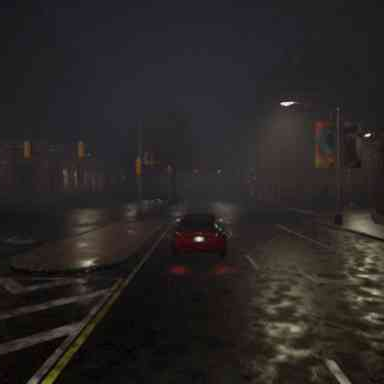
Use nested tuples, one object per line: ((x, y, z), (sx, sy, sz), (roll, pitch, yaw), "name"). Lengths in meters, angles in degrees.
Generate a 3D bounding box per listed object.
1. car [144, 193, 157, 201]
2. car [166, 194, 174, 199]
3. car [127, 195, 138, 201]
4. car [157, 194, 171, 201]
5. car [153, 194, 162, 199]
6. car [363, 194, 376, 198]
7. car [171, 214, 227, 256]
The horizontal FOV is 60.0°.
((-10.072, 1.147, 79.109), (2.097, 1.767, 4.553), (0, 0, 1), "car")
((-6.288, 1.252, 94.604), (1.837, 1.490, 4.892), (0, 0, 1), "car")
((-13.392, 1.393, 75.319), (1.895, 1.301, 4.718), (0, 0, 1), "car")
((-6.573, 1.295, 79.022), (1.837, 1.490, 4.892), (0, 0, 1), "car")
((-9.788, 1.344, 94.636), (1.895, 1.301, 4.718), (0, 0, 1), "car")
((39.320, 1.326, 75.750), (2.231, 1.521, 4.892), (0, 0, 1), "car")
((0.286, 1.530, 13.014), (1.994, 1.385, 4.181), (0, 0, 1), "car")
